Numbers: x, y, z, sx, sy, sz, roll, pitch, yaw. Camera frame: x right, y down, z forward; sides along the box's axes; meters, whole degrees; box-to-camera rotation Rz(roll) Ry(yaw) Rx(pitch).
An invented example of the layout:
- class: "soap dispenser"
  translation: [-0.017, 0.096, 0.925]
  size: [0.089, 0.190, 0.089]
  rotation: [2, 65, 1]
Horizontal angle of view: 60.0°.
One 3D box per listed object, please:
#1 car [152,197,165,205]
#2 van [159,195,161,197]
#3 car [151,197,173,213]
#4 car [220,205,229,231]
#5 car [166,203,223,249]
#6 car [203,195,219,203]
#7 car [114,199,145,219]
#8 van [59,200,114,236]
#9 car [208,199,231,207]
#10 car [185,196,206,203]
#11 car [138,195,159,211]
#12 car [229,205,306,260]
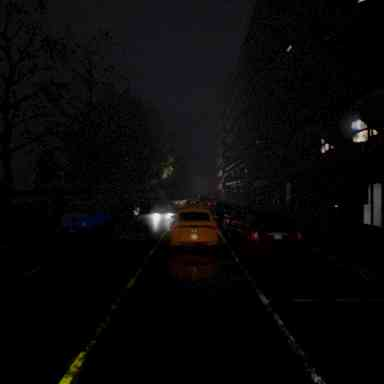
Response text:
- class: "car"
  translation: [-5.691, 1.586, 57.372]
  size: [1.802, 1.307, 4.206]
  rotation: [0, 0, 0]
- class: "van"
  translation: [-5.691, 1.341, 51.742]
  size: [1.690, 1.788, 3.998]
  rotation: [0, 0, 0]
- class: "car"
  translation: [-3.099, 1.594, 37.259]
  size: [1.895, 1.301, 4.718]
  rotation: [0, 0, 0]
- class: "car"
  translation: [2.690, 1.577, 17.962]
  size: [1.802, 1.307, 4.206]
  rotation: [0, 0, 0]
- class: "car"
  translation: [0.087, 1.473, 14.603]
  size: [1.882, 1.535, 5.008]
  rotation: [0, 0, 0]
- class: "car"
  translation: [2.689, 1.434, 40.482]
  size: [1.967, 1.590, 4.097]
  rotation: [0, 0, 0]
- class: "car"
  translation: [-5.691, 1.558, 29.222]
  size: [1.947, 1.339, 4.313]
  rotation: [0, 0, 0]
- class: "van"
  translation: [-5.691, 1.336, 17.961]
  size: [1.690, 1.788, 3.998]
  rotation: [0, 0, 0]
- class: "car"
  translation: [2.690, 1.558, 29.222]
  size: [1.947, 1.339, 4.313]
  rotation: [0, 0, 0]
- class: "car"
  translation: [0.094, 1.470, 33.029]
  size: [1.882, 1.535, 5.008]
  rotation: [0, 0, 0]
- class: "car"
  translation: [-5.690, 1.309, 40.482]
  size: [2.192, 1.841, 5.009]
  rotation: [0, 0, 0]
- class: "car"
  translation: [2.690, 1.436, 12.331]
  size: [1.967, 1.590, 4.097]
  rotation: [0, 0, 0]
